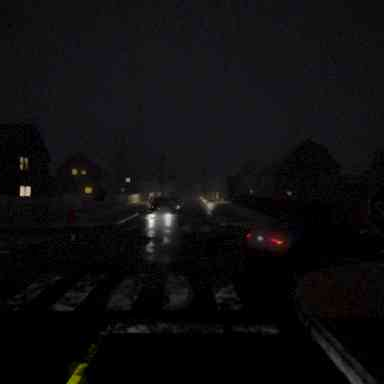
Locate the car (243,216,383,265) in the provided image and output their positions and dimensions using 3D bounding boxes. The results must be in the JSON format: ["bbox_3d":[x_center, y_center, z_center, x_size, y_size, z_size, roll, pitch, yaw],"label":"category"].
[{"bbox_3d":[4.315,1.533,11.404,5.357,1.411,2.033,1,-1,-29],"label":"car"}]

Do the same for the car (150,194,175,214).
[{"bbox_3d":[-2.882,1.213,31.705,1.837,1.490,4.892,0,1,0],"label":"car"}]

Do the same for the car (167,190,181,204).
[{"bbox_3d":[-2.880,0.781,51.897,2.150,2.045,5.566,0,0,1],"label":"car"}]
